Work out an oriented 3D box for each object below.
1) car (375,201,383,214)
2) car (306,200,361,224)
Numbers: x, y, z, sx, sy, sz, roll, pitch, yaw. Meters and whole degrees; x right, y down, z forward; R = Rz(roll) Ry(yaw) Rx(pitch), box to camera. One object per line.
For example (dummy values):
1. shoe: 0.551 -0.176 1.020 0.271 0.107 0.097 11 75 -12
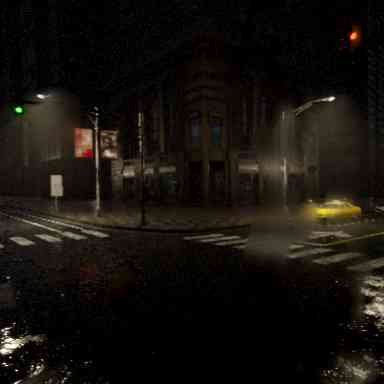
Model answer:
1. car: 17.084 1.157 28.096 4.403 1.369 2.008 -1 0 -39
2. car: 9.349 1.240 21.850 4.829 1.417 1.752 -1 0 -39
